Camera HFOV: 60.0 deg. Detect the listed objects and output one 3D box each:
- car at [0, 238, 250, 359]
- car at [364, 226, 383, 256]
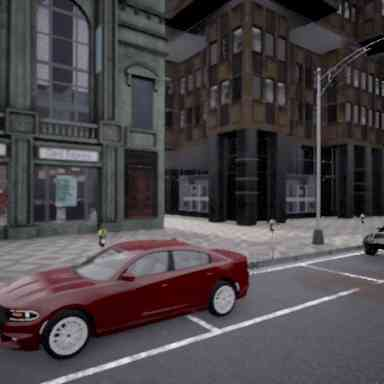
[{"bbox_3d":[-0.941,1.565,5.978,4.507,1.381,1.887,1,0,-35],"label":"car"},{"bbox_3d":[8.240,1.674,12.519,4.313,1.339,1.947,1,-1,-35],"label":"car"}]
